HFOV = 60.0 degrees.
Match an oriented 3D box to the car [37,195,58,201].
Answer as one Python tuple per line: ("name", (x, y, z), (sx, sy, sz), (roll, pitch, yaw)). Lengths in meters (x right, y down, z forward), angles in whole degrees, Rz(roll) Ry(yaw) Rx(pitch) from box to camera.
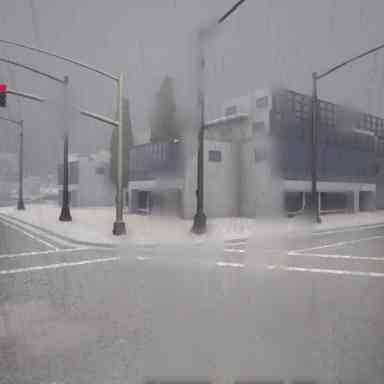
("car", (-35.692, 1.461, 83.086), (5.357, 1.411, 2.033), (0, 0, 2))
